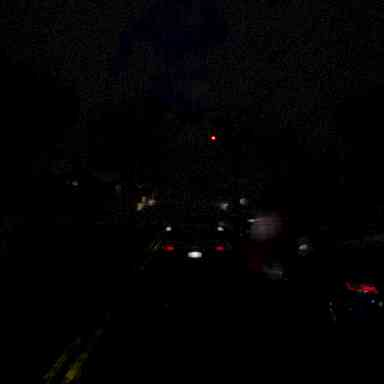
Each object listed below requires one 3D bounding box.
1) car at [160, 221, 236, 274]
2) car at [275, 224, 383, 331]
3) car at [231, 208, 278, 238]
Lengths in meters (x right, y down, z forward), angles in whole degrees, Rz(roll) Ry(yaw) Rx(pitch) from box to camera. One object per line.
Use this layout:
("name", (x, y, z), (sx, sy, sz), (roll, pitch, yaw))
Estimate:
("car", (0.079, 1.631, 10.766), (1.994, 1.385, 4.181), (0, 0, 0))
("car", (3.336, 1.608, 6.981), (1.994, 1.385, 4.181), (0, 0, 0))
("car", (3.324, 1.603, 18.328), (2.128, 1.511, 4.902), (0, 0, -2))
